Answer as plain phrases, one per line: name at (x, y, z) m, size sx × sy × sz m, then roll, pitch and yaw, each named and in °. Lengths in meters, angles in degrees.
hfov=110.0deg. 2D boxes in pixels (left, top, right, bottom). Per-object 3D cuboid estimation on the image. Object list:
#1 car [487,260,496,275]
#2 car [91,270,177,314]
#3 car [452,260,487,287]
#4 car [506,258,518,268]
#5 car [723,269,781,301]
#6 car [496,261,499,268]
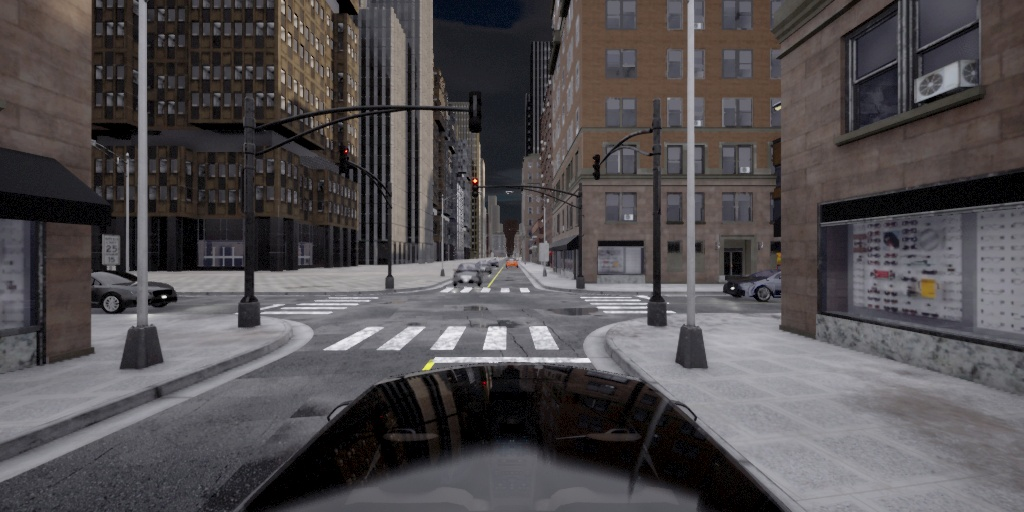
car at (-3.174, 1.241, 39.445) m, size 2.128 × 1.511 × 4.902 m, roll 0°, pitch 0°, yaw 0°
car at (-15.259, 1.259, 13.210) m, size 4.892 × 1.490 × 1.837 m, roll 0°, pitch 0°, yaw -1°
car at (-2.981, 1.242, 24.626) m, size 2.128 × 1.511 × 4.902 m, roll 0°, pitch 0°, yaw -3°
car at (-0.025, 1.101, 61.640) m, size 2.097 × 1.767 × 4.553 m, roll 0°, pitch 0°, yaw 0°
car at (12.220, 1.313, 16.648) m, size 4.181 × 1.385 × 1.994 m, roll 0°, pitch 0°, yaw -1°
car at (-3.145, 1.296, 60.184) m, size 2.033 × 1.411 × 5.357 m, roll 0°, pitch 0°, yaw 0°
